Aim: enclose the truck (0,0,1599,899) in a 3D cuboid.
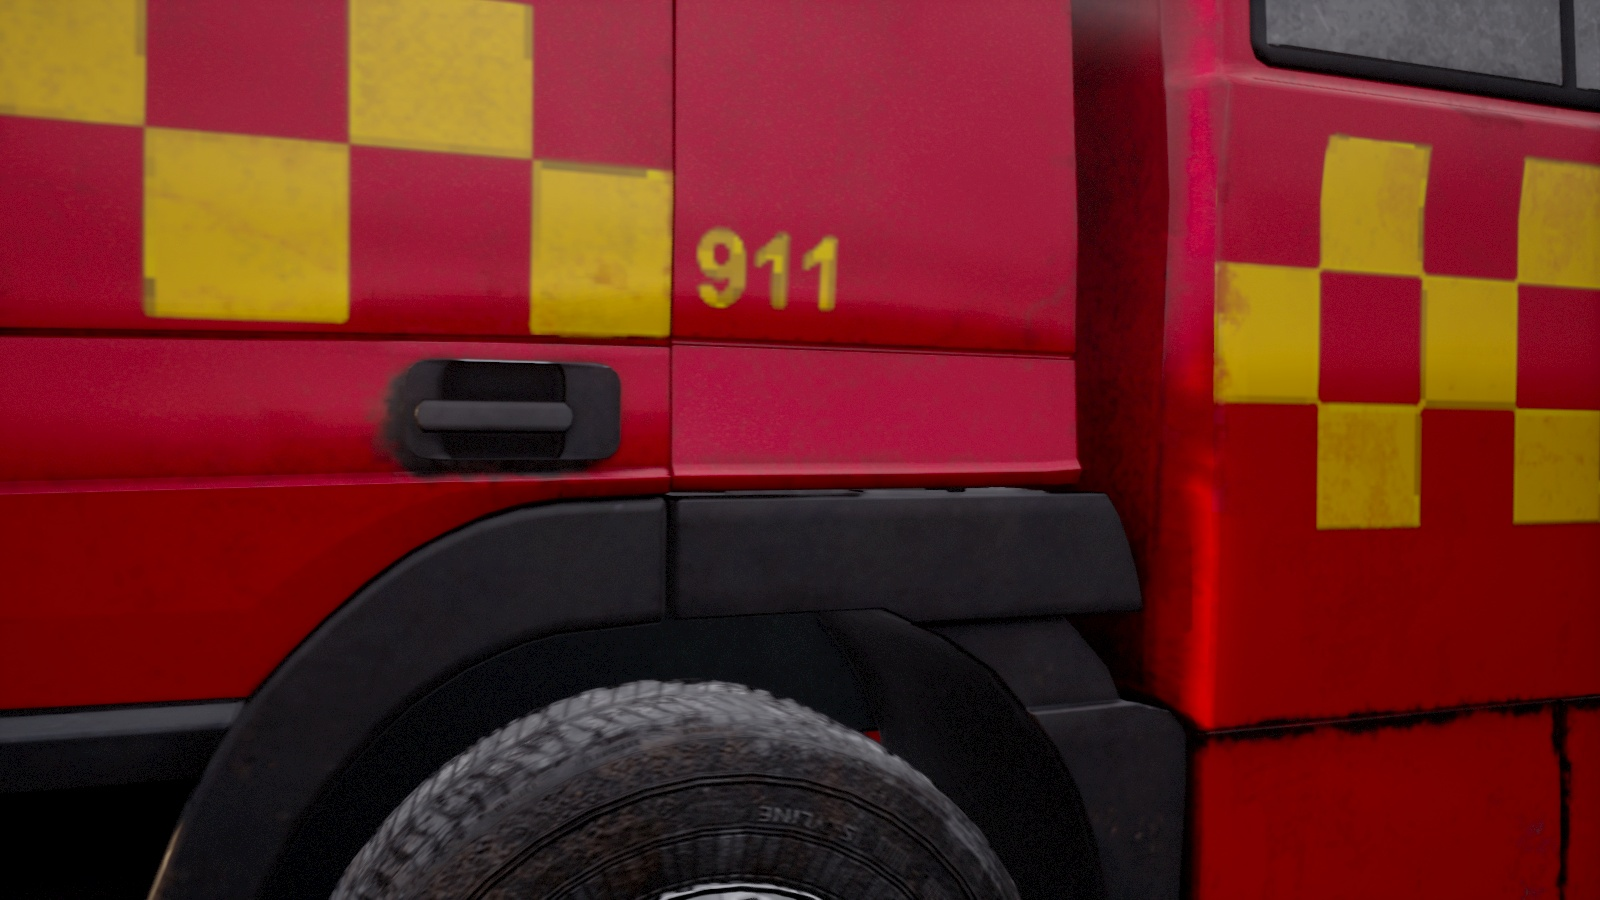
[{"bbox_3d":[1.563,-0.446,3.818,8.468,3.827,2.891,-1,1,-21],"label":"truck"}]
